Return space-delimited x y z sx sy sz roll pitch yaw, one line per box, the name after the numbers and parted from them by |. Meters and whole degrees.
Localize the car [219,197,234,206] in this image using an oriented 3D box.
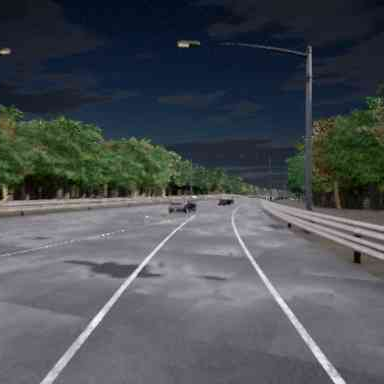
5.848 1.502 55.774 1.882 1.535 5.008 0 0 17 | car

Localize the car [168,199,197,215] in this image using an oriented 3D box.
-0.871 1.489 34.123 2.128 1.511 4.902 0 0 18 | car
